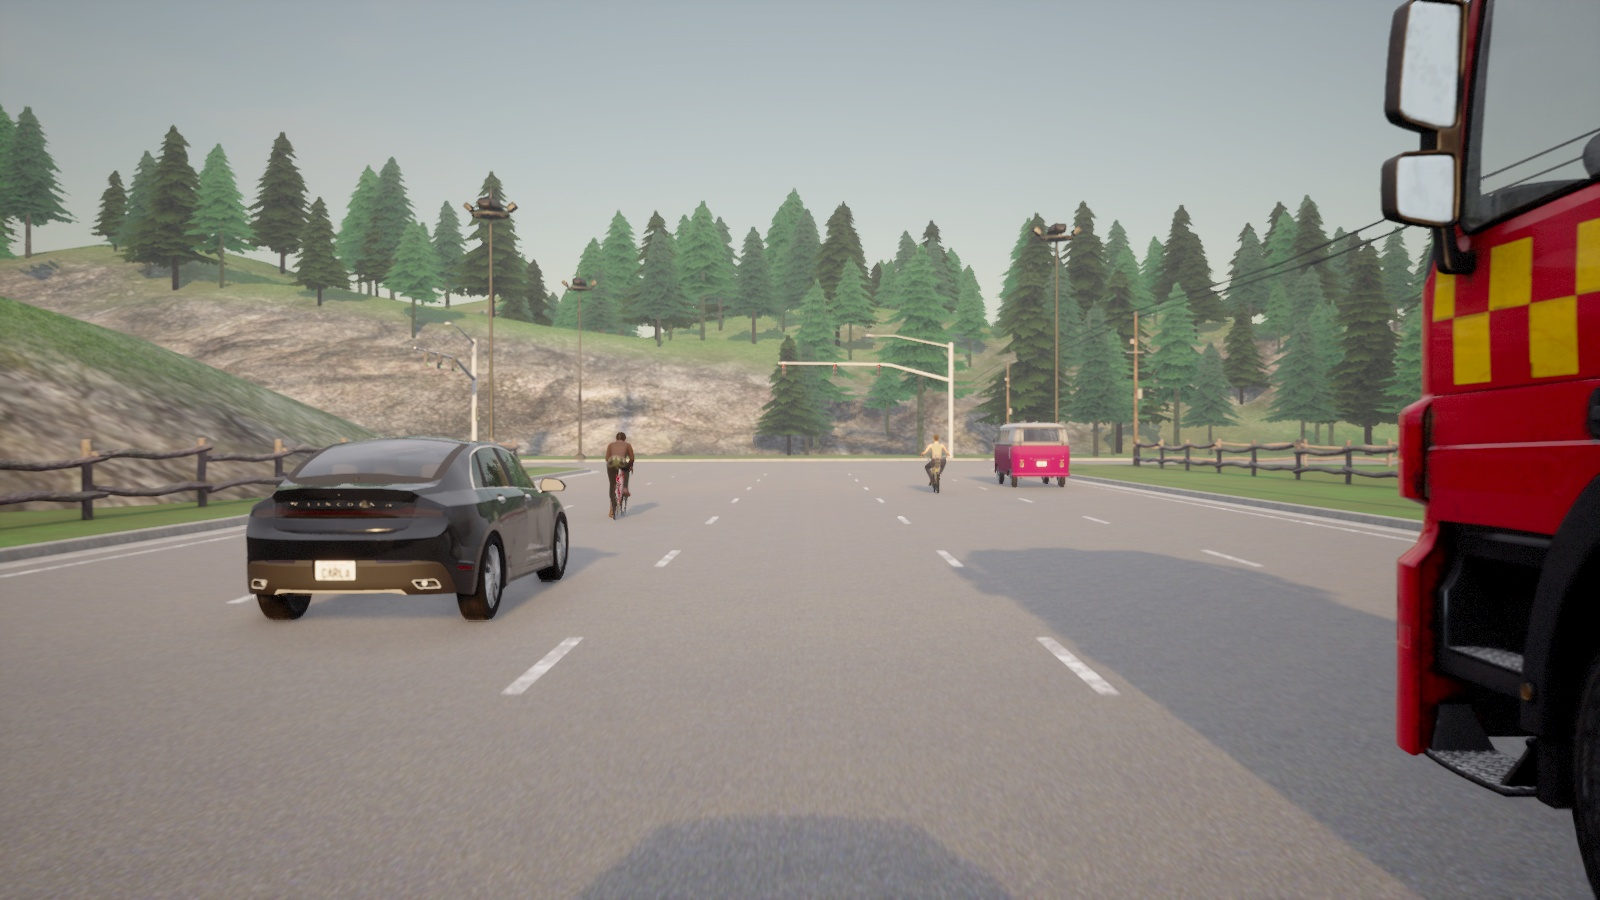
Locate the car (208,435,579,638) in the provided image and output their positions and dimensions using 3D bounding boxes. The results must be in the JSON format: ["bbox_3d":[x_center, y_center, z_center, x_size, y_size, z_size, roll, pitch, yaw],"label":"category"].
[{"bbox_3d":[-3.419,0.638,11.679,1.837,1.490,4.892,0,0,0],"label":"car"}]

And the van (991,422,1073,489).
[{"bbox_3d":[7.239,0.140,39.607,1.775,1.987,4.442,0,1,0],"label":"van"}]

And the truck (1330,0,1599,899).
[{"bbox_3d":[3.521,-0.423,0.707,2.891,3.827,8.468,0,1,0],"label":"truck"}]

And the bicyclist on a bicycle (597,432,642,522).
[{"bbox_3d":[-3.353,0.480,23.410,0.582,1.620,1.656,0,0,0],"label":"bicyclist on a bicycle"}]

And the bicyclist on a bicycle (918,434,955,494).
[{"bbox_3d":[3.704,0.370,34.238,0.866,1.612,1.509,0,1,1],"label":"bicyclist on a bicycle"}]
